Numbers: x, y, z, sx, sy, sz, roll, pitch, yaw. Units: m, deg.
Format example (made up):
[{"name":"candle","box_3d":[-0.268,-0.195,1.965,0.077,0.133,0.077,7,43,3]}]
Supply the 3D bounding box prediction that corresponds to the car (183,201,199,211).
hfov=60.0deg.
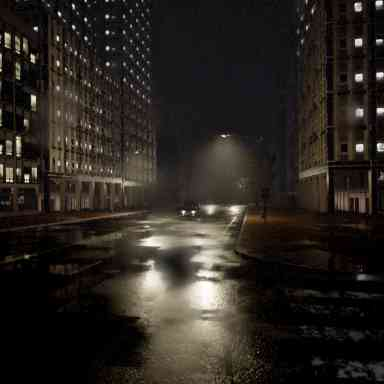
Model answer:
[{"name":"car","box_3d":[-0.136,2.204,54.493,1.882,1.535,5.008,-1,-1,10]}]
